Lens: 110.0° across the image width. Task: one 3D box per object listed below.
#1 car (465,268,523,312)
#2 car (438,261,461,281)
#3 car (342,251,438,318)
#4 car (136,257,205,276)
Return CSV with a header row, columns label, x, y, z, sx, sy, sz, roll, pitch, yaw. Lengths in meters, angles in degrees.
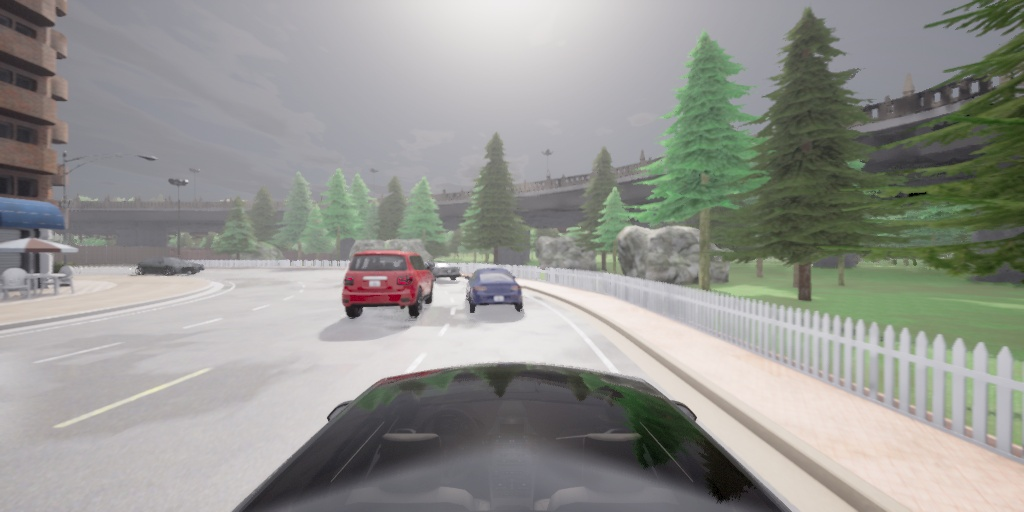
label,x,y,z,sx,sy,sz,roll,pitch,yaw
car,-0.778,1.177,13.639,1.812,1.442,4.674,0,0,-9
car,-5.687,1.088,26.830,2.033,1.411,5.357,0,1,-33
car,-4.106,0.875,12.692,2.150,2.045,5.566,0,0,-6
car,-30.460,0.851,31.775,4.553,1.767,2.097,0,1,9
